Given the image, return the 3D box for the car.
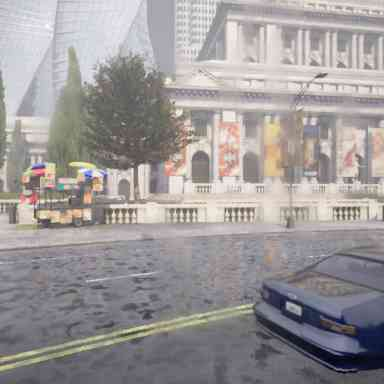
[{"bbox_3d":[3.584,1.547,5.338,5.357,1.411,2.033,0,0,-25],"label":"car"}]
